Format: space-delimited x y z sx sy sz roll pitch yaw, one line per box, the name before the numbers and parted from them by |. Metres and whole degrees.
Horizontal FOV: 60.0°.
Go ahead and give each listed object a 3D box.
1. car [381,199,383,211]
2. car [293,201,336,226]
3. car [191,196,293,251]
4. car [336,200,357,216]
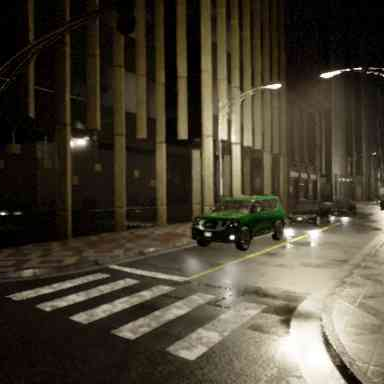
car | 23.122 1.337 38.569 2.128 1.511 4.902 -1 0 35
car | 8.271 1.436 23.166 1.882 1.535 5.008 -1 0 35
car | 2.243 1.215 14.641 2.150 2.045 5.566 -1 0 37
car | 14.326 1.473 31.684 2.033 1.411 5.357 -1 0 35
